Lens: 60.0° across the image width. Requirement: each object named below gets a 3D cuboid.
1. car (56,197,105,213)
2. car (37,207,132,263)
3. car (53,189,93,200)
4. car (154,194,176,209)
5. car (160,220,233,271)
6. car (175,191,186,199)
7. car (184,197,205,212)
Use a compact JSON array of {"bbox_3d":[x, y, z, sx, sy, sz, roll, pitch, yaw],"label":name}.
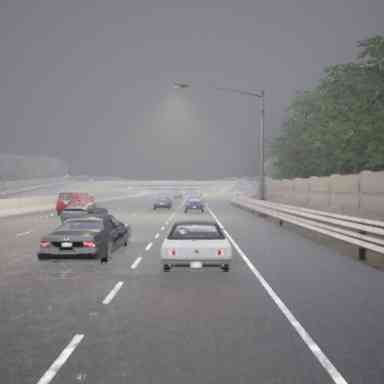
[{"bbox_3d":[-6.839,1.342,21.519,2.128,1.511,4.902,0,1,0],"label":"car"},{"bbox_3d":[-3.479,1.498,11.771,2.033,1.411,5.357,0,0,0],"label":"car"},{"bbox_3d":[-10.303,0.983,29.922,2.150,2.045,5.566,0,1,0],"label":"car"},{"bbox_3d":[-3.324,1.231,38.917,1.994,1.385,4.181,0,1,0],"label":"car"},{"bbox_3d":[0.119,1.559,10.729,1.895,1.301,4.718,0,0,0],"label":"car"},{"bbox_3d":[-3.051,0.802,75.986,2.128,1.511,4.902,0,1,0],"label":"car"},{"bbox_3d":[0.239,1.245,34.026,1.812,1.442,4.674,0,1,0],"label":"car"}]
